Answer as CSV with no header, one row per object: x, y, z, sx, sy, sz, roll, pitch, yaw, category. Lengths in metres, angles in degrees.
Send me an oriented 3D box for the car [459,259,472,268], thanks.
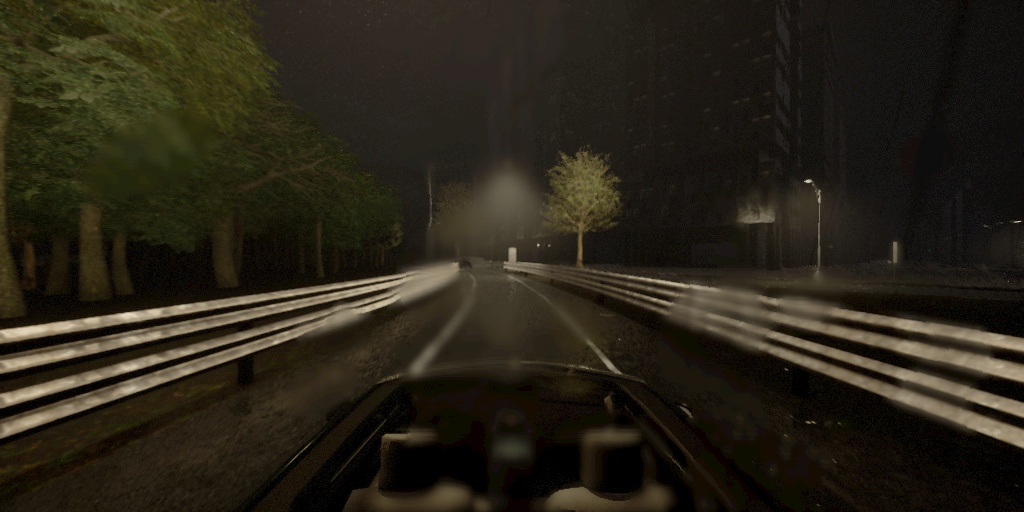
-7.885,1.251,59.659,1.837,1.490,4.892,0,0,-19,car
